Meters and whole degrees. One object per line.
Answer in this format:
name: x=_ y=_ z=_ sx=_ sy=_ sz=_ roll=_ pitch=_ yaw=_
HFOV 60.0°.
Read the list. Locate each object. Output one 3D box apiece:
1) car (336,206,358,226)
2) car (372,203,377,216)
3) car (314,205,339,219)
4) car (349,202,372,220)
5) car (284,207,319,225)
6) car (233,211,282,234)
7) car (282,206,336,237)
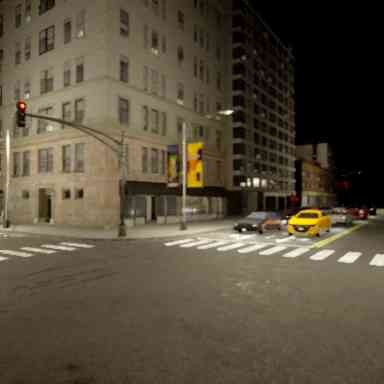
car: x=13.019 y=2.226 z=29.406 sx=1.895 sy=1.301 sz=4.718 roll=-1 pitch=-2 yaw=34
car: x=23.956 y=2.299 z=45.447 sx=2.097 sy=1.767 sz=4.553 roll=-1 pitch=-2 yaw=34
car: x=16.137 y=2.367 z=39.681 sx=1.812 sy=1.442 sz=4.674 roll=-1 pitch=-2 yaw=34
car: x=18.367 y=2.134 z=37.202 sx=2.097 sy=1.767 sz=4.553 roll=-1 pitch=-2 yaw=34
car: x=10.386 y=2.178 z=31.316 sx=1.837 sy=1.490 sz=4.892 roll=-1 pitch=-2 yaw=34
car: x=4.940 y=2.057 z=23.243 sx=2.033 sy=1.411 sz=5.357 roll=-1 pitch=-2 yaw=38
car: x=7.768 y=1.946 z=21.688 sx=1.882 sy=1.535 sz=5.008 roll=-1 pitch=-2 yaw=33
